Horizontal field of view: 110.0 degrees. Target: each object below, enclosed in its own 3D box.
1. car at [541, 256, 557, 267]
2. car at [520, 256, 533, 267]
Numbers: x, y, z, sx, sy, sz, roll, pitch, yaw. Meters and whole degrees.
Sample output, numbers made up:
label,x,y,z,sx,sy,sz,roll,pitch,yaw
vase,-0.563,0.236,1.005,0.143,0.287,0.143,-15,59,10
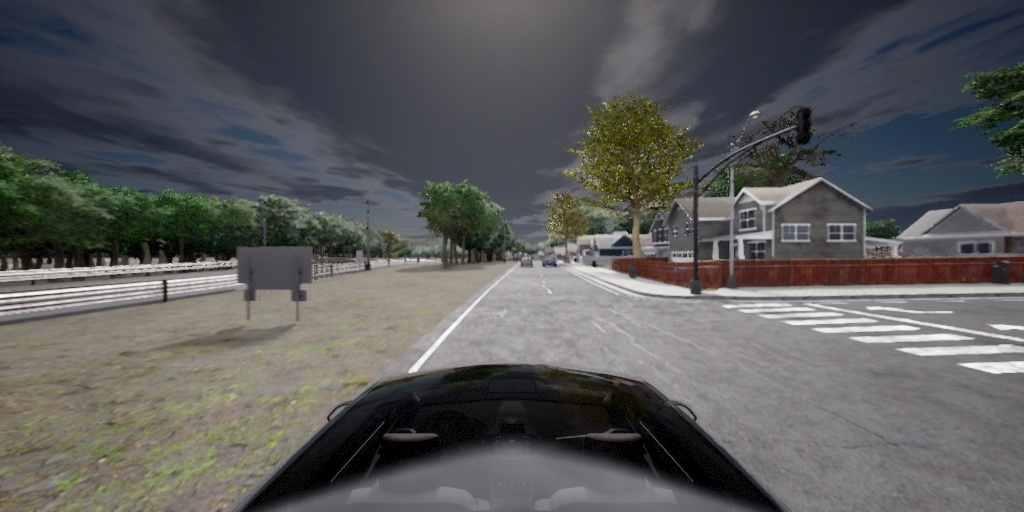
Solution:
label,x,y,z,sx,sy,sz,roll,pitch,yaw
car,5.784,0.761,55.719,2.097,1.767,4.553,0,1,3
car,2.268,0.901,55.532,2.128,1.511,4.902,0,1,3
